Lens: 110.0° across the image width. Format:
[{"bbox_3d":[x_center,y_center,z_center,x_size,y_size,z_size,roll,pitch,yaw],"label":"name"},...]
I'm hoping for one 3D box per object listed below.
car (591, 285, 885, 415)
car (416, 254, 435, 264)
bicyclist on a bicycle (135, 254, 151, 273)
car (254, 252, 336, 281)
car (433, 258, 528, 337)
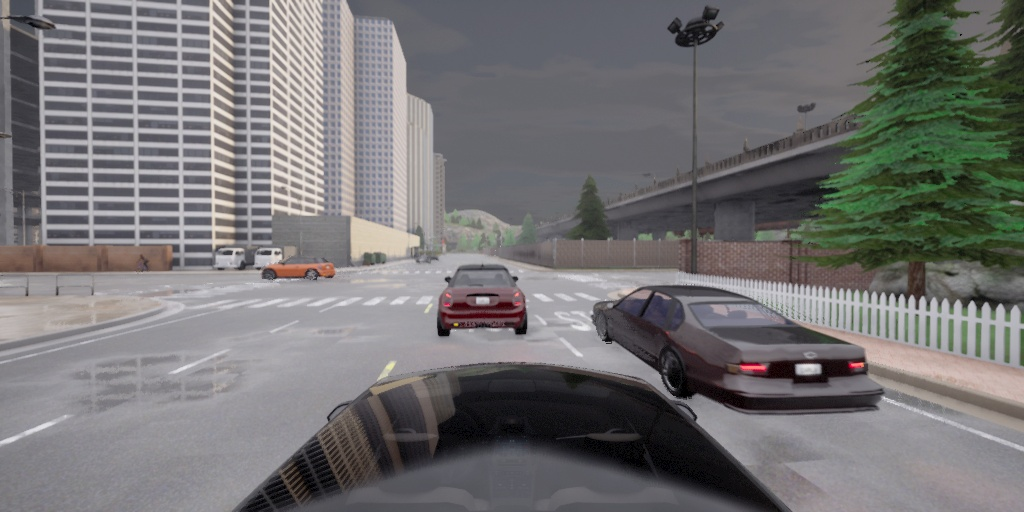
[{"bbox_3d":[3.007,1.234,6.370,2.033,1.411,5.357,0,1,-4],"label":"car"},{"bbox_3d":[-13.710,0.493,55.572,2.128,1.511,4.902,0,1,-7],"label":"car"},{"bbox_3d":[-32.868,0.675,31.943,0.582,1.620,1.656,0,1,-7],"label":"bicyclist on a bicycle"},{"bbox_3d":[-15.155,0.822,25.476,4.553,1.767,2.097,0,1,4],"label":"car"},{"bbox_3d":[-0.847,0.986,10.123,2.097,1.767,4.553,0,1,-5],"label":"car"}]
